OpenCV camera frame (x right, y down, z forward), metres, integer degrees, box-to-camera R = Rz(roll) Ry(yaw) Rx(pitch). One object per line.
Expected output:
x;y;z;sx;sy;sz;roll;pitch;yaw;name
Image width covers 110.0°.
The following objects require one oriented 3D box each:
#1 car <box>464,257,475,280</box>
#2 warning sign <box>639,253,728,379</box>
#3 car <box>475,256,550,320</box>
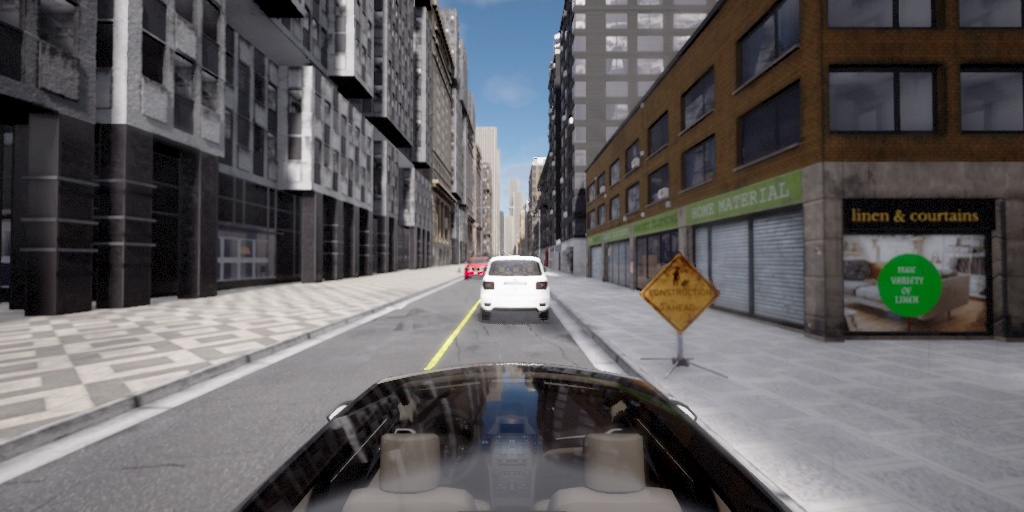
-3.042;1.110;32.855;2.150;2.045;5.566;0;0;0;car
2.725;0.885;5.804;1.300;1.860;1.060;0;0;0;warning sign
0.109;1.028;13.081;2.150;2.045;5.566;0;0;0;car
